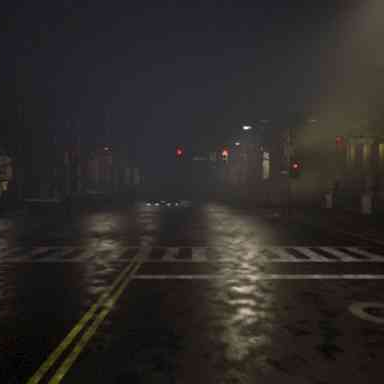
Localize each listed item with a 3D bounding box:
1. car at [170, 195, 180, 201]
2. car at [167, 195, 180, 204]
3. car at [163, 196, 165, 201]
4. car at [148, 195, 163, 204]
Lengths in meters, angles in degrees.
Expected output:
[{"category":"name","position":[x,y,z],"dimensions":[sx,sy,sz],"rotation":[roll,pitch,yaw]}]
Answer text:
[{"category":"car","position":[-3.974,1.376,78.102],"dimensions":[1.994,1.385,4.181],"rotation":[0,0,-7]},{"category":"car","position":[-3.531,1.384,62.434],"dimensions":[1.812,1.442,4.674],"rotation":[0,0,0]},{"category":"car","position":[-7.313,1.366,76.784],"dimensions":[2.033,1.411,5.357],"rotation":[0,0,-7]},{"category":"car","position":[-7.029,1.387,61.318],"dimensions":[1.812,1.442,4.674],"rotation":[0,0,0]}]
